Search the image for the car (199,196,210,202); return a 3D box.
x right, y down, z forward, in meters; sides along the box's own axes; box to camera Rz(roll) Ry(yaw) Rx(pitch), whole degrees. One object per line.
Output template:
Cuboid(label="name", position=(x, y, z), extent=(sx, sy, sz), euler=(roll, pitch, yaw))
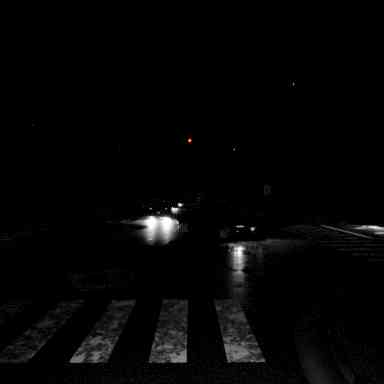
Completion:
Cuboid(label="car", position=(2.355, 1.641, 47.217), extent=(1.802, 1.307, 4.206), euler=(0, 0, 0))

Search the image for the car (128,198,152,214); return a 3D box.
Cuboid(label="car", position=(-5.685, 1.480, 36.206), extent=(1.967, 1.590, 4.097), euler=(0, 0, 0))

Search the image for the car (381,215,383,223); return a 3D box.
Cuboid(label="car", position=(14.185, 1.511, 20.715), extent=(4.181, 1.385, 1.994), euler=(0, 0, 0))

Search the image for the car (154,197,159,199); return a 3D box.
Cuboid(label="car", position=(-5.677, 1.489, 41.717), extent=(1.967, 1.590, 4.097), euler=(0, 0, 0))

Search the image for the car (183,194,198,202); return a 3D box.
Cuboid(label="car", position=(-0.259, 1.661, 63.761), extent=(1.994, 1.385, 4.181), euler=(0, 0, 0))

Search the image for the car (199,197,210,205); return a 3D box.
Cuboid(label="car", position=(2.377, 1.647, 63.749), extent=(2.008, 1.369, 4.403), euler=(0, 0, 0))

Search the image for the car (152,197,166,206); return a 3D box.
Cuboid(label="car", position=(-5.655, 1.634, 58.249), extent=(2.008, 1.369, 4.403), euler=(0, 0, 0))

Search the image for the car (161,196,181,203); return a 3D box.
Cuboid(label="car", position=(-3.123, 1.627, 49.370), extent=(1.994, 1.385, 4.181), euler=(0, 0, 0))

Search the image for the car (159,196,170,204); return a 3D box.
Cuboid(label="car", position=(-5.640, 1.552, 69.271), extent=(1.967, 1.590, 4.097), euler=(0, 0, 0))

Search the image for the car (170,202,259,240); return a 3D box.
Cuboid(label="car", position=(1.221, 1.508, 17.321), extent=(1.837, 1.490, 4.892), euler=(-1, 0, -41))

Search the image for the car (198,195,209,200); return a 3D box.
Cuboid(label="car", position=(2.362, 1.637, 52.728), extent=(1.947, 1.339, 4.313), euler=(0, 0, 0))

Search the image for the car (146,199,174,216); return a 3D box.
Cuboid(label="car", position=(-3.151, 1.636, 33.383), extent=(1.895, 1.301, 4.718), euler=(0, 0, 0))

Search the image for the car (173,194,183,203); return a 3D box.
Cuboid(label="car", position=(-3.004, 1.716, 67.935), extent=(1.994, 1.385, 4.181), euler=(0, 0, 0))

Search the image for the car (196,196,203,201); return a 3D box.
Cuboid(label="car", position=(2.003, 1.698, 90.163), extent=(1.812, 1.442, 4.674), euler=(0, 0, 0))

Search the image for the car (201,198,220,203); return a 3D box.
Cuboid(label="car", position=(2.340, 1.606, 36.194), extent=(1.947, 1.339, 4.313), euler=(0, 0, 0))

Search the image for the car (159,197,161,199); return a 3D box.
Cuboid(label="car", position=(-5.662, 1.653, 52.738), extent=(1.802, 1.307, 4.206), euler=(0, 0, 0))

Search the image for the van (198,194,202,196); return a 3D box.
Cuboid(label="van", position=(2.370, 1.424, 58.238), extent=(1.690, 1.788, 3.998), euler=(0, 0, 0))

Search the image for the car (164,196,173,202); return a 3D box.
Cuboid(label="car", position=(-5.625, 1.694, 80.292), extent=(2.008, 1.369, 4.403), euler=(0, 0, 0))
